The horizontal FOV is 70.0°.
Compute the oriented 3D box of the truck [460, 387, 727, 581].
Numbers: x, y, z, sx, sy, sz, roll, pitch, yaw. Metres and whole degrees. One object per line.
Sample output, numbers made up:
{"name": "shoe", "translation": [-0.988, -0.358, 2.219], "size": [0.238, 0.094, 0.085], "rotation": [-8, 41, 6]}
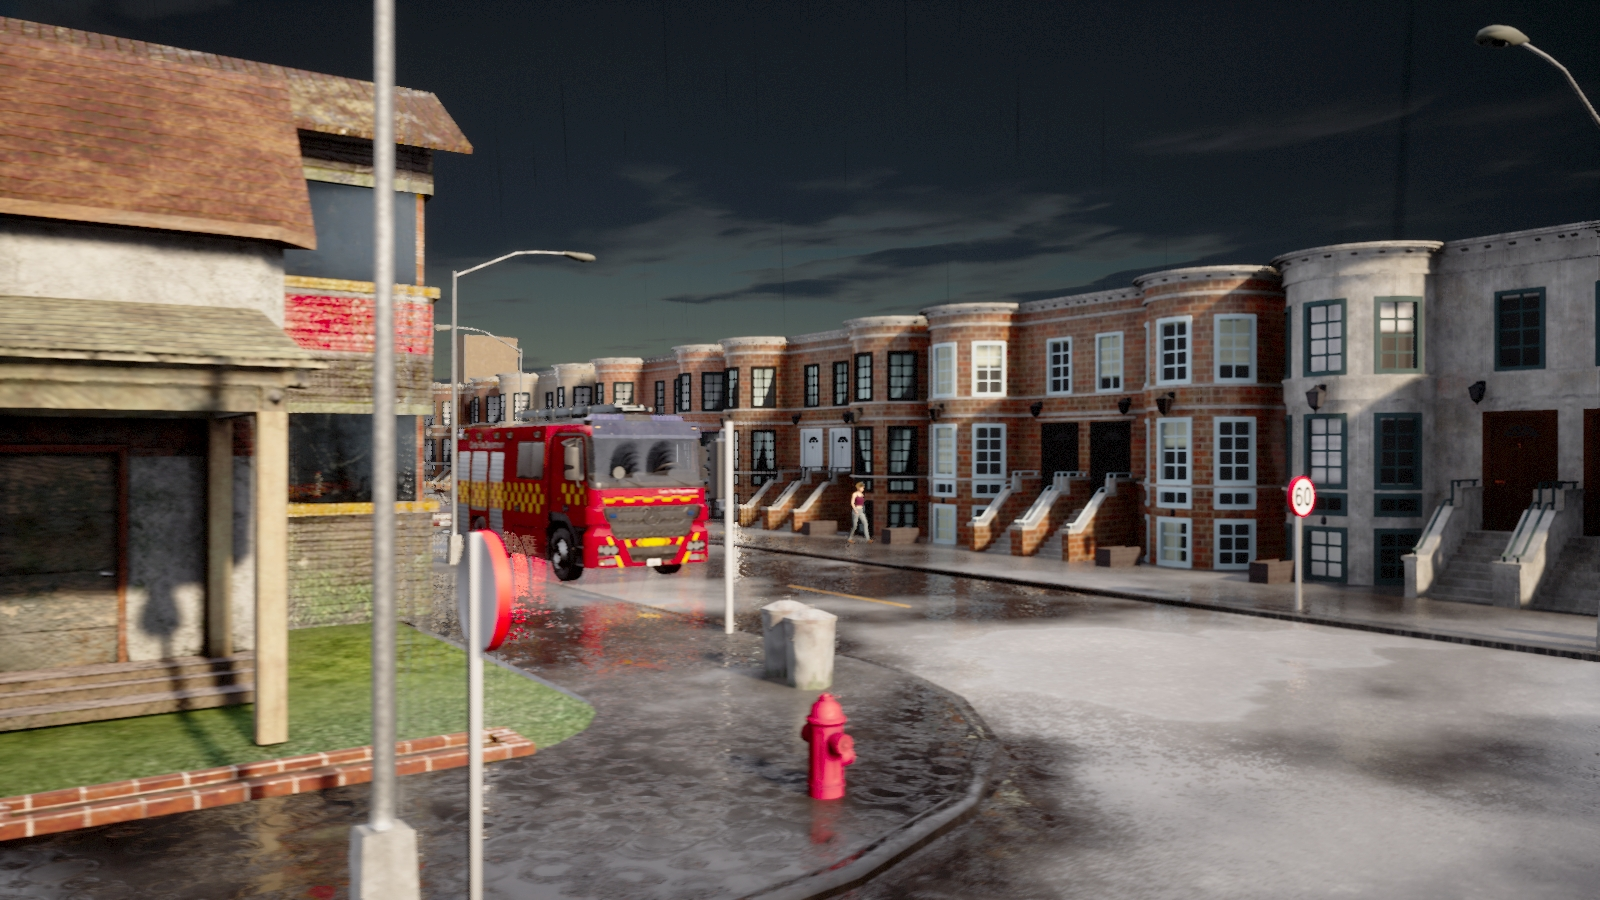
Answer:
{"name": "truck", "translation": [-5.170, 0.671, 26.871], "size": [2.891, 3.827, 8.468], "rotation": [0, 0, -35]}

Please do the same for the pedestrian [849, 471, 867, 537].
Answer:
{"name": "pedestrian", "translation": [1.662, 1.523, 32.662], "size": [0.375, 1.860, 0.375], "rotation": [0, 0, -40]}
